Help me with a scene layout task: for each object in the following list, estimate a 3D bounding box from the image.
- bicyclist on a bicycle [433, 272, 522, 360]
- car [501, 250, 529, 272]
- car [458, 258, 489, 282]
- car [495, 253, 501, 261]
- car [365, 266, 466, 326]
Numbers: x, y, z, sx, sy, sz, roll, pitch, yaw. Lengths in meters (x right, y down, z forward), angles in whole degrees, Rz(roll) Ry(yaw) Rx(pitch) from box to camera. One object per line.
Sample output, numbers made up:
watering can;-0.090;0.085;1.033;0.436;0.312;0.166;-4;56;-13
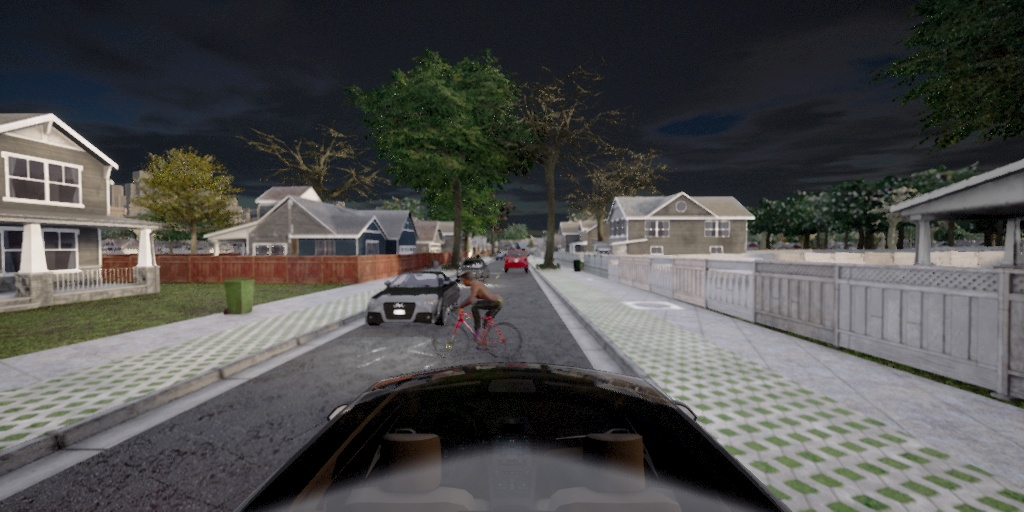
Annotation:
bicyclist on a bicycle;-0.645;1.114;6.601;1.656;1.620;0.582;-1;1;1
car;0.423;0.442;33.929;2.150;2.045;5.566;0;1;1
car;-2.586;0.903;24.436;1.812;1.442;4.674;0;2;1
car;-2.060;0.240;64.949;2.033;1.411;5.357;0;1;1
car;-2.762;1.164;10.823;1.994;1.385;4.181;0;1;0
